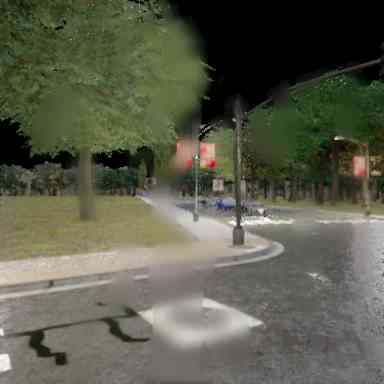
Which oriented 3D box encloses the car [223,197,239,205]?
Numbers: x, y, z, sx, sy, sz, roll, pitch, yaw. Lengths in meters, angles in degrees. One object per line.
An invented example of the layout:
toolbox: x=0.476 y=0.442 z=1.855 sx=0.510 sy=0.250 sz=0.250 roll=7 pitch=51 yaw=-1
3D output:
car: x=7.502 y=1.770 z=64.663 sx=1.812 sy=1.442 sz=4.674 roll=0 pitch=0 yaw=-10

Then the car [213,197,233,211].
car: x=4.566 y=1.643 z=43.376 sx=1.882 sy=1.535 sz=5.008 roll=0 pitch=0 yaw=-10

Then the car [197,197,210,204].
car: x=2.555 y=1.867 z=74.065 sx=1.895 sy=1.301 sz=4.718 roll=0 pitch=0 yaw=-10

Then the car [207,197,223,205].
car: x=4.353 y=1.725 z=63.806 sx=2.128 sy=1.511 sz=4.902 roll=0 pitch=0 yaw=-10

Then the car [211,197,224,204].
car: x=5.729 y=1.806 z=74.780 sx=1.812 sy=1.442 sz=4.674 roll=0 pitch=0 yaw=-10

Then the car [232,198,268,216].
car: x=6.162 y=1.636 z=34.107 sx=2.128 sy=1.511 sz=4.902 roll=0 pitch=0 yaw=-10

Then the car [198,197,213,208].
car: x=2.882 y=1.684 z=53.370 sx=2.128 sy=1.511 sz=4.902 roll=0 pitch=0 yaw=-10
